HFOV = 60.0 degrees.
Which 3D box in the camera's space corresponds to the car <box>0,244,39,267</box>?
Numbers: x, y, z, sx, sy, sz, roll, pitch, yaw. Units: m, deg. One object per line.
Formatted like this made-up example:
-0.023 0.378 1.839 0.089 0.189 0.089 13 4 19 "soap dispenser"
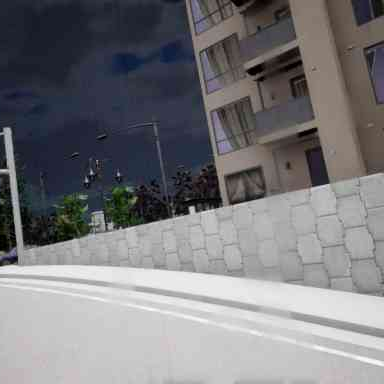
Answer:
-15.556 5.657 29.597 2.097 1.767 4.553 -15 -9 35 "car"
